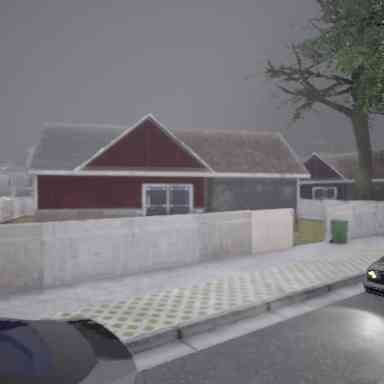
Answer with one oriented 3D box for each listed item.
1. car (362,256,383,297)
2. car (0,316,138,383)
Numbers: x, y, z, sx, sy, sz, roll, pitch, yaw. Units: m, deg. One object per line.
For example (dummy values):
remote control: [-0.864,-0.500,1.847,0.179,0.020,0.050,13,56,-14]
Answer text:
car: [5.996,1.487,7.347,5.357,1.411,2.033,-1,0,-35]
car: [-2.511,1.521,1.278,4.902,1.511,2.128,-1,0,-36]
